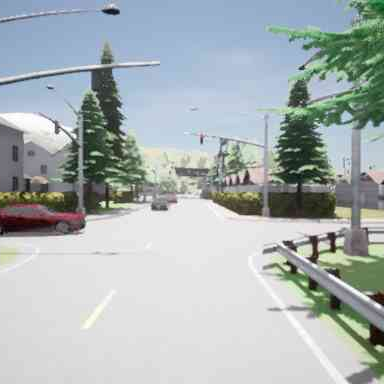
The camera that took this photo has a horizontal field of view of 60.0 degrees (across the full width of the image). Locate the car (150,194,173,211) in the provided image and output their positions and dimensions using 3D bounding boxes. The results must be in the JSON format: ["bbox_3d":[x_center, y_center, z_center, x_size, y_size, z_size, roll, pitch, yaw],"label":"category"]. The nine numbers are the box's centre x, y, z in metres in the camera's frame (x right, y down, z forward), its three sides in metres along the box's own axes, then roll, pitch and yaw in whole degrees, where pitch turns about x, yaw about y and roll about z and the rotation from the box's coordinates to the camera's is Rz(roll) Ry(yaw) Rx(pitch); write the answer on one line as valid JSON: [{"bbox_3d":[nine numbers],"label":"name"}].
[{"bbox_3d":[-3.573,1.347,37.726,1.837,1.490,4.892,0,0,0],"label":"car"}]

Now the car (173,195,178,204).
[{"bbox_3d":[-3.489,1.236,58.369,1.882,1.535,5.008,0,0,0],"label":"car"}]

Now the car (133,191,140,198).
[{"bbox_3d":[-16.743,0.699,90.112,3.866,1.878,1.905,0,0,0],"label":"car"}]

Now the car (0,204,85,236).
[{"bbox_3d":[-8.061,1.391,17.006,5.008,1.535,1.882,0,0,-6],"label":"car"}]

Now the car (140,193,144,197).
[{"bbox_3d":[-16.151,0.969,93.442,3.806,1.475,1.970,0,0,0],"label":"car"}]
